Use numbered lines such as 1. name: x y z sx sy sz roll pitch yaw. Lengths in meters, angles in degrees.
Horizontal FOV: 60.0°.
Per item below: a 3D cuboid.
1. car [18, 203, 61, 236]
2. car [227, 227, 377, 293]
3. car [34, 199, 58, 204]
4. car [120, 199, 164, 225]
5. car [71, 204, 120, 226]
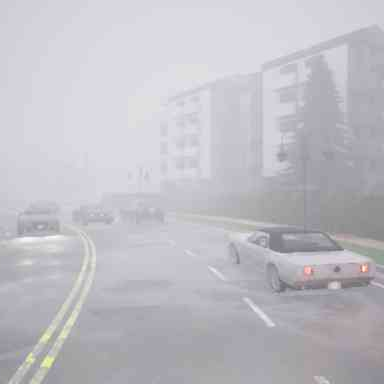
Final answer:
1. car: -8.528 1.544 18.446 1.994 1.385 4.181 0 0 -28
2. car: 2.442 1.590 8.883 1.895 1.301 4.718 0 0 -11
3. car: -14.805 1.455 33.216 2.128 1.511 4.902 0 0 -42
4. car: -3.813 1.325 24.540 2.097 1.767 4.553 0 0 -30
5. car: -7.079 1.521 23.332 2.033 1.411 5.357 0 0 -31
